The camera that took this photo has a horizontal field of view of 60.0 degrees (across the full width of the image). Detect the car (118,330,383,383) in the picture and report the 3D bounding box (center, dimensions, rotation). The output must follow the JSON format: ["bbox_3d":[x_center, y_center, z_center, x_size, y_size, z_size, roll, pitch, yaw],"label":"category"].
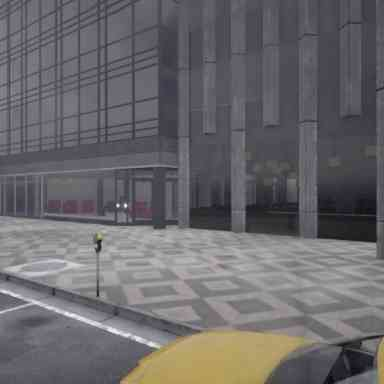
[{"bbox_3d":[1.520,1.525,1.996,4.829,1.417,1.752,0,0,36],"label":"car"}]
